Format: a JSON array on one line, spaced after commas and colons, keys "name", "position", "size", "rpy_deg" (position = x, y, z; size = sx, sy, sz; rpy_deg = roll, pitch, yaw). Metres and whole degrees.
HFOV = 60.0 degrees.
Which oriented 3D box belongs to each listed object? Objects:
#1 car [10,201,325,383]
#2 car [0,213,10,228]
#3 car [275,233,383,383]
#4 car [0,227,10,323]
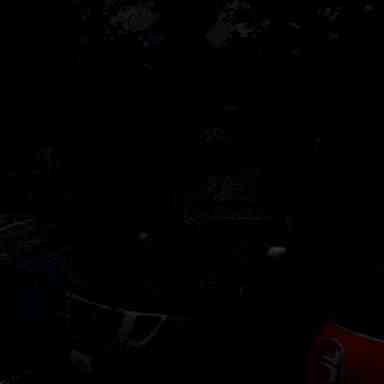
[{"name": "car", "position": [0.587, 1.211, 5.310], "size": [2.435, 2.045, 5.566], "rpy_deg": [1, 0, 36]}, {"name": "car", "position": [-3.927, 1.420, 8.577], "size": [2.231, 1.521, 4.892], "rpy_deg": [1, 0, 36]}, {"name": "car", "position": [2.850, 1.357, 3.690], "size": [2.185, 1.767, 4.553], "rpy_deg": [0, 0, 36]}, {"name": "car", "position": [-1.650, 1.470, 6.977], "size": [2.163, 1.488, 4.792], "rpy_deg": [1, 0, 36]}]
